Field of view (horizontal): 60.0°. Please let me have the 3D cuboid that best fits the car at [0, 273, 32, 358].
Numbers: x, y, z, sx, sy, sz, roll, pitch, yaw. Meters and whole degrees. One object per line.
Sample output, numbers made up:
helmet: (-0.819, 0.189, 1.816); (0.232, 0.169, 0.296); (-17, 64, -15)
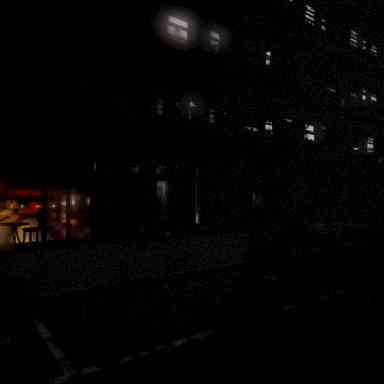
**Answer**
car: (-4.170, 1.548, 3.577); (4.403, 1.369, 2.008); (0, 1, -35)
